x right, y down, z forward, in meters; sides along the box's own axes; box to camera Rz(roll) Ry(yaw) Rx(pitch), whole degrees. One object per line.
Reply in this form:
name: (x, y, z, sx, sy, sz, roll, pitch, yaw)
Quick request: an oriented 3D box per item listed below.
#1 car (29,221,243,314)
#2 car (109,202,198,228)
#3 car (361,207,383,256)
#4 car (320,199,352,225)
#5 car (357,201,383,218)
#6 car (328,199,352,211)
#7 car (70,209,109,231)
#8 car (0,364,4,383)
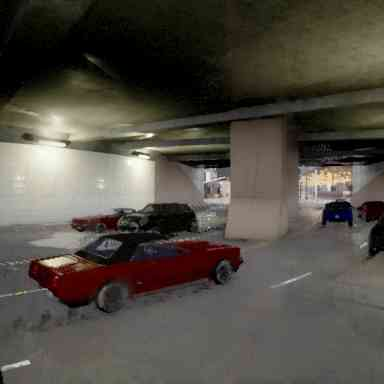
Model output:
car: (-0.982, 1.601, 7.663, 4.718, 1.301, 1.895, 0, 0, -40)
car: (-1.694, 1.352, 17.250, 2.097, 1.767, 4.553, 0, 0, 38)
car: (7.868, 1.505, 12.315, 1.837, 1.490, 4.892, 1, 0, 38)
car: (10.454, 1.477, 24.177, 1.882, 1.535, 5.008, 0, 0, 21)
car: (14.969, 1.477, 27.400, 1.882, 1.535, 5.008, 0, 0, 17)
car: (18.427, 1.564, 41.534, 1.994, 1.385, 4.181, 0, 0, 12)
car: (-4.472, 1.601, 19.110, 1.895, 1.301, 4.718, 0, 0, 39)
car: (-3.306, 1.564, 1.768, 4.181, 1.385, 1.994, 0, 0, -32)
